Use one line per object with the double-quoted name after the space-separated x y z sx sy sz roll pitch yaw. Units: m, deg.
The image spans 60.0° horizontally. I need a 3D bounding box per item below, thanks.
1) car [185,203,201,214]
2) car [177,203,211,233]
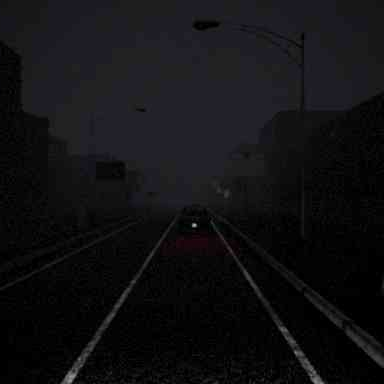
0.163 2.014 41.207 1.895 1.301 4.718 0 -1 0 "car"
0.132 1.583 20.256 2.128 1.511 4.902 0 0 0 "car"
